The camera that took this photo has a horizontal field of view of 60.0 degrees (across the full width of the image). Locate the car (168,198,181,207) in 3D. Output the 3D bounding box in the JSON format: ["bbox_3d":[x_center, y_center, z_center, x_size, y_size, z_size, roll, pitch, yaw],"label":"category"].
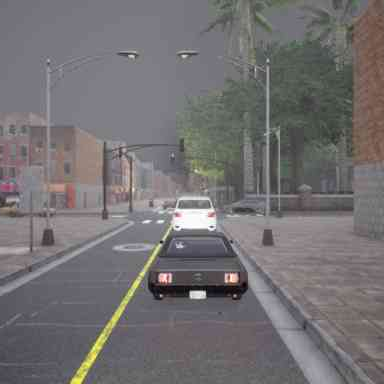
[{"bbox_3d":[-2.773,1.651,53.723,1.895,1.301,4.718,0,0,0],"label":"car"}]

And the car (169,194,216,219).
[{"bbox_3d":[0.128,1.230,18.096,2.150,2.045,5.566,0,0,0],"label":"car"}]

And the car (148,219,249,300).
[{"bbox_3d":[0.111,1.603,8.332,1.895,1.301,4.718,0,0,0],"label":"car"}]

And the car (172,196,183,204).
[{"bbox_3d":[-2.724,1.540,63.836,1.882,1.535,5.008,0,0,1],"label":"car"}]

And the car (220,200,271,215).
[{"bbox_3d":[5.273,1.498,32.954,4.902,1.511,2.128,0,0,8],"label":"car"}]

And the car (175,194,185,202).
[{"bbox_3d":[-2.654,1.380,75.221,2.097,1.767,4.553,0,0,0],"label":"car"}]

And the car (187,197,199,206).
[{"bbox_3d":[0.161,1.557,55.542,1.837,1.490,4.892,0,0,0],"label":"car"}]

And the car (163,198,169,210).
[{"bbox_3d":[-2.790,1.564,44.547,1.812,1.442,4.674,0,0,0],"label":"car"}]

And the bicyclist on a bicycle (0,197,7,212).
[{"bbox_3d":[-20.098,1.373,35.313,0.582,1.620,1.656,0,0,0],"label":"bicyclist on a bicycle"}]

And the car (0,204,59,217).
[{"bbox_3d":[-14.403,1.573,29.666,4.829,1.417,1.752,0,0,0],"label":"car"}]
